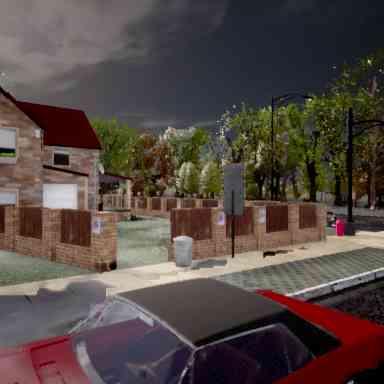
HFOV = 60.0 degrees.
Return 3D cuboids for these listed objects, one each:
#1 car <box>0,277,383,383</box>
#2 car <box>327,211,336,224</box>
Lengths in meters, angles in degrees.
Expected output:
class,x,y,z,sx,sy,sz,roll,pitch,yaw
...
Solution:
class,x,y,z,sx,sy,sz,roll,pitch,yaw
car,-0.271,1.601,2.836,4.718,1.301,1.895,0,0,-35
car,7.715,1.468,23.376,1.812,1.442,4.674,0,0,-36
